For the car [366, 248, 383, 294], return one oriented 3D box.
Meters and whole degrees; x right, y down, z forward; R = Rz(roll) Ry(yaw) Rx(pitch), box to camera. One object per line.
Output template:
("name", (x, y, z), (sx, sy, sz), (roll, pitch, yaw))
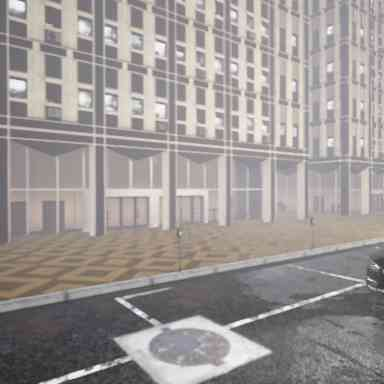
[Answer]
("car", (5.852, 1.475, 7.552), (4.902, 1.511, 2.128), (0, 0, -35))
